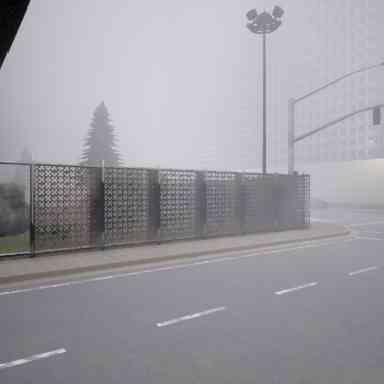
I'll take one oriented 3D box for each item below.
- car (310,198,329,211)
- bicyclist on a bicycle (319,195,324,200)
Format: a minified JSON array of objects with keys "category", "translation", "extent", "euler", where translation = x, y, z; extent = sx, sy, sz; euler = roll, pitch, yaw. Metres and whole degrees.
[{"category":"car","translation":[13.514,1.436,38.945],"extent":[2.128,1.511,4.902],"euler":[0,0,-35]},{"category":"bicyclist on a bicycle","translation":[16.614,1.245,42.838],"extent":[1.656,1.620,0.582],"euler":[0,0,-35]}]
